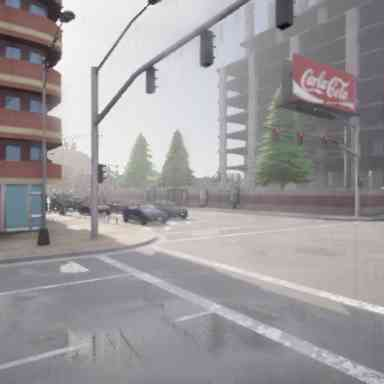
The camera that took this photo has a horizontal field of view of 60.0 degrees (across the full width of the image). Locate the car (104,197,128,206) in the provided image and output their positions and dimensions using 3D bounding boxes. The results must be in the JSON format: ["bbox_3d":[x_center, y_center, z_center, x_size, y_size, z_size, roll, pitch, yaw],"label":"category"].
[{"bbox_3d":[-12.657,1.569,55.213,2.033,1.411,5.357,0,0,-35],"label":"car"}]

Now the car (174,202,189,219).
[{"bbox_3d":[-2.161,1.520,28.446,1.837,1.490,4.892,0,0,-36],"label":"car"}]

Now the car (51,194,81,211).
[{"bbox_3d":[-16.082,1.231,41.782,2.150,2.045,5.566,0,0,-36],"label":"car"}]

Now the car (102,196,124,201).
[{"bbox_3d":[-8.168,1.519,36.780,1.837,1.490,4.892,0,0,-36],"label":"car"}]

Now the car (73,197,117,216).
[{"bbox_3d":[-9.658,1.558,32.855,2.033,1.411,5.357,0,0,-36],"label":"car"}]

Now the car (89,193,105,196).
[{"bbox_3d":[-15.423,1.239,53.068,2.150,2.045,5.566,0,0,-35],"label":"car"}]

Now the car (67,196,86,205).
[{"bbox_3d":[-21.283,1.495,61.102,1.882,1.535,5.008,0,0,-36],"label":"car"}]

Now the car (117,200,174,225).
[{"bbox_3d":[-3.508,1.537,24.327,1.812,1.442,4.674,0,0,-36],"label":"car"}]
